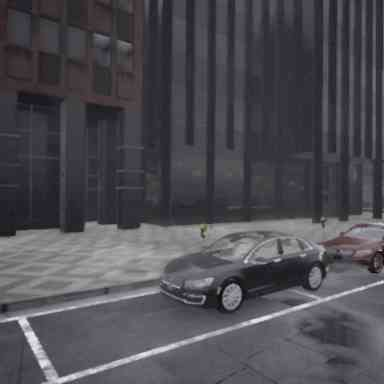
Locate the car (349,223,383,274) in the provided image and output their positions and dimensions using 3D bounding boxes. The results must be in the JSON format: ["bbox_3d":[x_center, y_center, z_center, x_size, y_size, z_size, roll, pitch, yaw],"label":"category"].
[{"bbox_3d":[5.938,1.684,10.867,4.206,1.307,1.802,1,0,-35],"label":"car"}]

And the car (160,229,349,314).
[{"bbox_3d":[1.368,1.600,7.615,4.403,1.369,2.008,1,0,-35],"label":"car"}]
